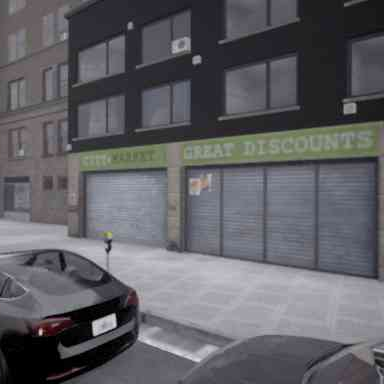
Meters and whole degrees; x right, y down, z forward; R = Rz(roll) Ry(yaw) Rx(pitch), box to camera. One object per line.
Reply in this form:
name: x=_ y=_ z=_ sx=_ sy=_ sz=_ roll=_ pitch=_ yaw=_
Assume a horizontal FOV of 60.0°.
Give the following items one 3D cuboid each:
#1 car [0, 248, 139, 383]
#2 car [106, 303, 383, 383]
car: x=-2.686 y=1.533 z=5.005 sx=4.313 sy=1.339 sz=1.947 roll=0 pitch=0 yaw=36
car: x=1.806 y=1.554 z=1.791 sx=4.403 sy=1.369 sz=2.008 roll=0 pitch=0 yaw=36
